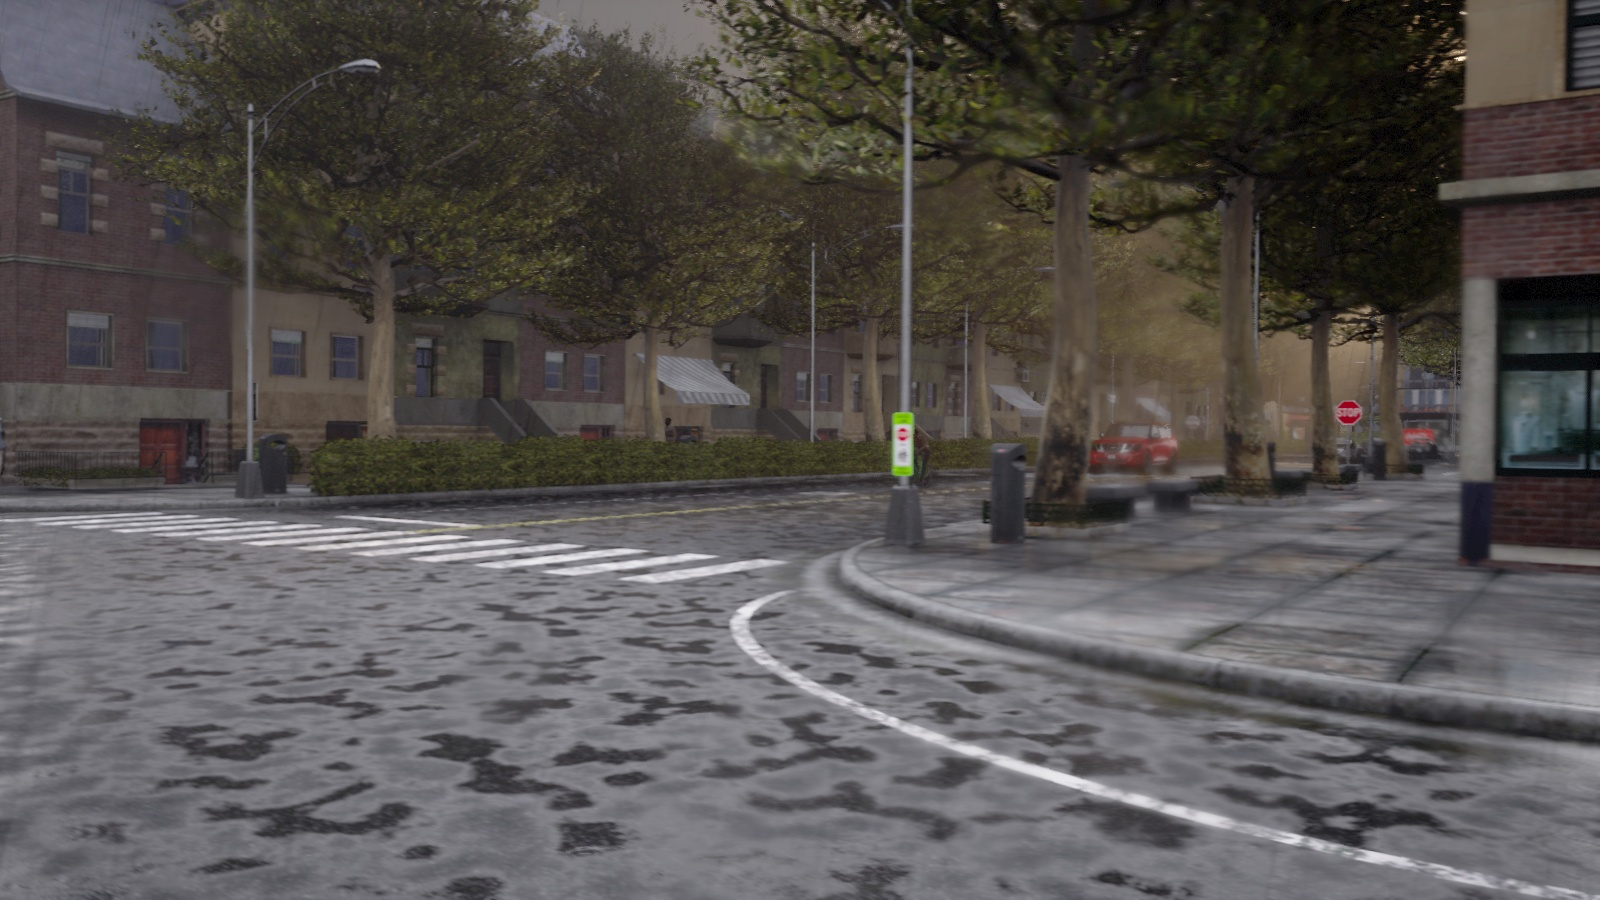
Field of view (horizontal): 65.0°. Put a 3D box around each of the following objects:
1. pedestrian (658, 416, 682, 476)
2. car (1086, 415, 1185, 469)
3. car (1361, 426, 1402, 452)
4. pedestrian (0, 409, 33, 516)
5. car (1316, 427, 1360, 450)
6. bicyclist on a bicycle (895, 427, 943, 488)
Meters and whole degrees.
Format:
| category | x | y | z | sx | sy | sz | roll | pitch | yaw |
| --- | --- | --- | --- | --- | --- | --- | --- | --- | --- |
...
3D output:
| category | x | y | z | sx | sy | sz | roll | pitch | yaw |
| --- | --- | --- | --- | --- | --- | --- | --- | --- | --- |
| pedestrian | -4.207 | -0.126 | 40.641 | 0.396 | 1.930 | 0.692 | 0 | 1 | 32 |
| car | 13.444 | -0.353 | 50.024 | 2.150 | 2.045 | 5.566 | 0 | 1 | 33 |
| car | 36.446 | -0.693 | 78.675 | 1.789 | 1.549 | 3.705 | 0 | 1 | 33 |
| pedestrian | -14.292 | 0.216 | 22.240 | 0.900 | 1.855 | 0.874 | 0 | 1 | 31 |
| car | 36.527 | -0.814 | 85.177 | 2.007 | 1.525 | 4.514 | 0 | 1 | 33 |
| bicyclist on a bicycle | 3.277 | 0.185 | 34.516 | 0.582 | 1.620 | 1.656 | 0 | 1 | 33 |
